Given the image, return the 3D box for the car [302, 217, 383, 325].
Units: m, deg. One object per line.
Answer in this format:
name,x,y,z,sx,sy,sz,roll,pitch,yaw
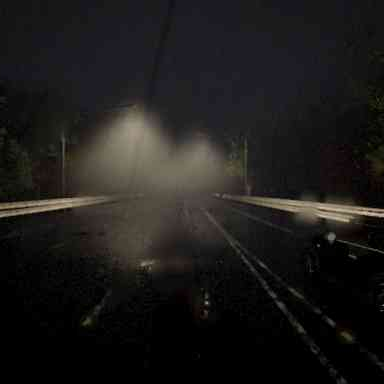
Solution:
car,4.052,1.301,6.995,2.097,1.767,4.553,0,0,-3
